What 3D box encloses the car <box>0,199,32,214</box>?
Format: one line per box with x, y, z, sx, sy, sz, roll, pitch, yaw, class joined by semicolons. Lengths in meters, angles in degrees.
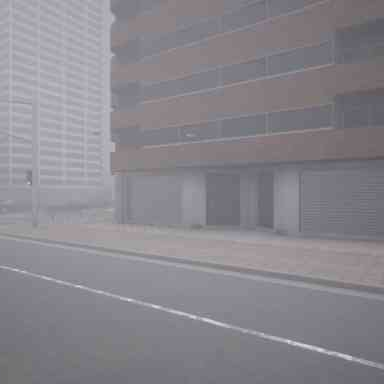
-18.736;1.477;35.595;1.882;1.535;5.008;0;0;35;car

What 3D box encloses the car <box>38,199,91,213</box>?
-13.872;1.601;36.458;1.895;1.301;4.718;0;0;35;car

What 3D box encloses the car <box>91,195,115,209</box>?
-12.781;1.505;44.149;1.837;1.490;4.892;0;0;35;car
